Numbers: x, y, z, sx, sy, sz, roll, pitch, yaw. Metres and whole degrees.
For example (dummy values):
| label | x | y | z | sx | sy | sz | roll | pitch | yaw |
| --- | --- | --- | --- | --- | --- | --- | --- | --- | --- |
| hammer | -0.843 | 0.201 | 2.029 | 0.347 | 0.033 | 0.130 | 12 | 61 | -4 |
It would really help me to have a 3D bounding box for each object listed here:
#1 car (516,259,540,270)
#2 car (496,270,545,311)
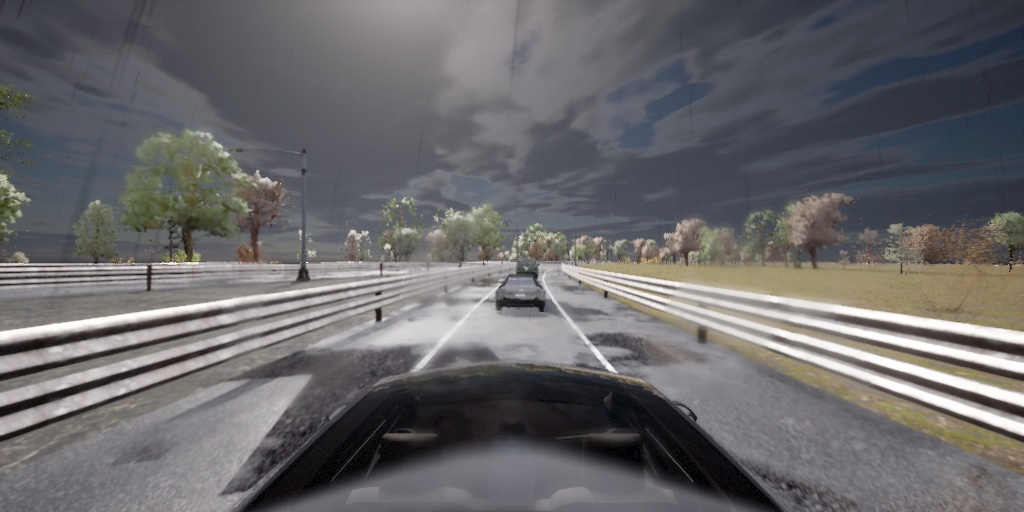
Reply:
| label | x | y | z | sx | sy | sz | roll | pitch | yaw |
| --- | --- | --- | --- | --- | --- | --- | --- | --- | --- |
| car | 1.618 | 1.367 | 36.744 | 2.150 | 2.045 | 5.566 | 0 | 0 | 5 |
| car | 0.383 | 1.468 | 15.457 | 1.994 | 1.385 | 4.181 | 0 | -1 | 2 |
